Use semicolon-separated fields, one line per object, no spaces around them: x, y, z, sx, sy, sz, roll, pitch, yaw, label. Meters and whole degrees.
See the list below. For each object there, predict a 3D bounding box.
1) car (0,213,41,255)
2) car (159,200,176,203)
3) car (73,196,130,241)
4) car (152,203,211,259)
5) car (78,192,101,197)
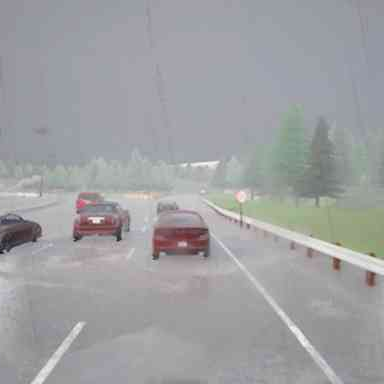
-7.499;1.495;12.917;1.994;1.385;4.181;0;0;-4;car
-2.277;1.423;30.497;1.895;1.301;4.718;0;0;-7;car
-4.258;1.259;16.305;2.097;1.767;4.553;0;0;-5;car
-0.445;1.404;12.404;1.882;1.535;5.008;0;0;-4;car
-9.684;1.043;31.923;2.150;2.045;5.566;0;0;-9;car
